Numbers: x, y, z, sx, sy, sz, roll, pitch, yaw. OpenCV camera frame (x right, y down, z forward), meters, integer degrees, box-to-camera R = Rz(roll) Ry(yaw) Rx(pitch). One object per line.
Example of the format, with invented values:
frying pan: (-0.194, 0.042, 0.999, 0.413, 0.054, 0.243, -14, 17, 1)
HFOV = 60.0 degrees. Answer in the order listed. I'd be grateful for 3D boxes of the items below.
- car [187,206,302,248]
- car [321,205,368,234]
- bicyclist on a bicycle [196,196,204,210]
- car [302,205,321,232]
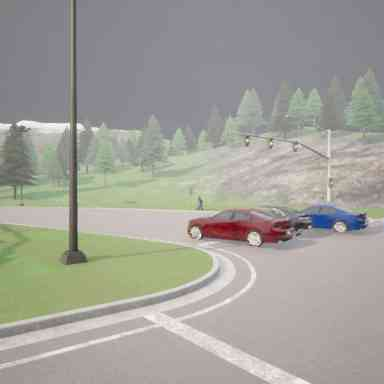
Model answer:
car: (2.016, 1.477, 14.929, 5.008, 1.535, 1.882, 0, 0, 41)
car: (7.479, 1.477, 19.448, 5.008, 1.535, 1.882, 0, 0, 41)
bicyclist on a bicycle: (0.900, 1.302, 38.405, 0.582, 1.620, 1.656, 0, 0, 34)
car: (3.941, 1.493, 17.868, 4.902, 1.511, 2.128, 0, 0, 40)
